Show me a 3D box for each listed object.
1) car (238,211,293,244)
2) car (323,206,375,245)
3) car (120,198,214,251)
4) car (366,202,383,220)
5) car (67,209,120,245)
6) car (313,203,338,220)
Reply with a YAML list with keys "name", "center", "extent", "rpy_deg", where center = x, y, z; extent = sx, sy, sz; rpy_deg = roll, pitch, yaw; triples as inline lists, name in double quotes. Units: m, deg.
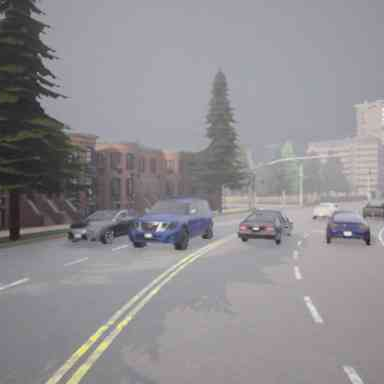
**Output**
- name: "car"
  center: [3.798, 1.642, 16.617]
  extent: [2.033, 1.411, 5.357]
  rpy_deg: [0, 0, 24]
- name: "car"
  center: [7.606, 1.622, 16.263]
  extent: [1.812, 1.442, 4.674]
  rpy_deg: [0, 0, 25]
- name: "car"
  center: [-0.680, 1.306, 15.080]
  extent: [2.150, 2.045, 5.566]
  rpy_deg: [0, -1, 21]
- name: "car"
  center: [16.495, 1.666, 29.630]
  extent: [2.128, 1.511, 4.902]
  rpy_deg: [0, -1, 36]
- name: "car"
  center: [-3.918, 1.579, 16.177]
  extent: [2.128, 1.511, 4.902]
  rpy_deg: [0, 0, 20]
- name: "car"
  center: [12.142, 1.700, 29.635]
  extent: [1.812, 1.442, 4.674]
  rpy_deg: [0, -1, 36]
